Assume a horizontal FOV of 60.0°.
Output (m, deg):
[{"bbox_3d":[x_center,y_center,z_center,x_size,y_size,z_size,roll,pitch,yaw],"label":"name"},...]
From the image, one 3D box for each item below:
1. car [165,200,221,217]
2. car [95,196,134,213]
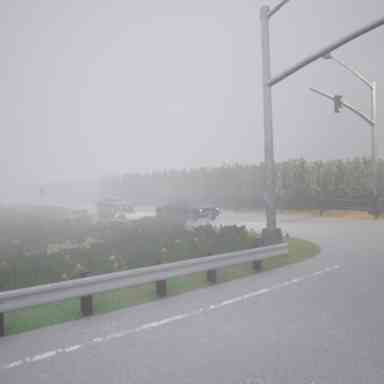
[{"bbox_3d":[-0.327,1.169,22.059,1.895,1.301,4.718,-4,2,-41],"label":"car"},{"bbox_3d":[-6.995,1.111,29.853,1.837,1.490,4.892,-4,3,-40],"label":"car"}]
